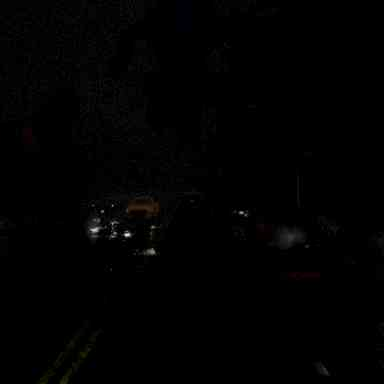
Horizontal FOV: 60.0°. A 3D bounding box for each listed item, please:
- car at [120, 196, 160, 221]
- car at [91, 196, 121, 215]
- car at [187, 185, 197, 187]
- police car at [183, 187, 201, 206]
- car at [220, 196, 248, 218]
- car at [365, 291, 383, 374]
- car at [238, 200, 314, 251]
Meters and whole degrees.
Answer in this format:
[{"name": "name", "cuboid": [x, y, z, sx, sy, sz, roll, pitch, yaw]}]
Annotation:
[{"name": "car", "cuboid": [-3.343, 1.040, 23.159, 1.882, 1.535, 5.008, 0, 2, 0]}, {"name": "car", "cuboid": [-6.592, 1.048, 26.759, 1.895, 1.301, 4.718, 0, 2, 0]}, {"name": "car", "cuboid": [0.110, 0.046, 57.080, 1.812, 1.442, 4.674, 0, 2, 0]}, {"name": "police car", "cuboid": [-0.006, 0.561, 36.543, 1.930, 1.638, 5.238, 0, 2, 0]}, {"name": "car", "cuboid": [3.256, 1.027, 24.394, 1.837, 1.490, 4.892, 0, 2, 0]}, {"name": "car", "cuboid": [3.251, 1.421, 2.411, 2.033, 1.649, 4.856, 0, 0, 0]}, {"name": "car", "cuboid": [3.253, 1.318, 13.399, 1.882, 1.535, 5.008, 0, 1, 0]}]
